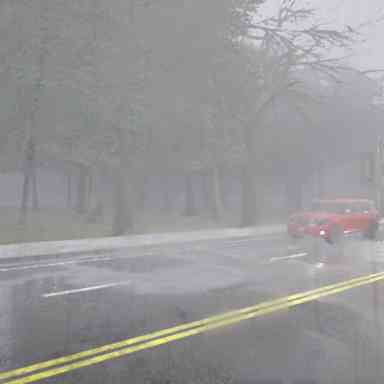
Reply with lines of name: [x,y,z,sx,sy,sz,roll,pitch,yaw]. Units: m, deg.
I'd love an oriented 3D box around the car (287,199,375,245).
car: [7.261,1.381,16.836,5.566,2.045,2.150,1,0,-35]

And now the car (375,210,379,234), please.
car: [7.305,1.331,8.644,5.566,2.045,2.150,1,0,-35]
